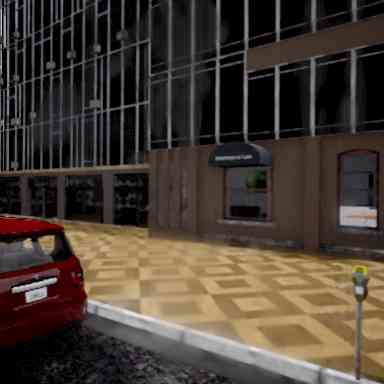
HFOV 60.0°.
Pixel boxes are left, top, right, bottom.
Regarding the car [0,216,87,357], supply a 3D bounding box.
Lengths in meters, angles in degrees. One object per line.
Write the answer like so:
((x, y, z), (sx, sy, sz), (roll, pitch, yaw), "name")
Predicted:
((-3.833, 1.341, 5.434), (5.009, 1.841, 2.192), (0, 1, 35), "car")
